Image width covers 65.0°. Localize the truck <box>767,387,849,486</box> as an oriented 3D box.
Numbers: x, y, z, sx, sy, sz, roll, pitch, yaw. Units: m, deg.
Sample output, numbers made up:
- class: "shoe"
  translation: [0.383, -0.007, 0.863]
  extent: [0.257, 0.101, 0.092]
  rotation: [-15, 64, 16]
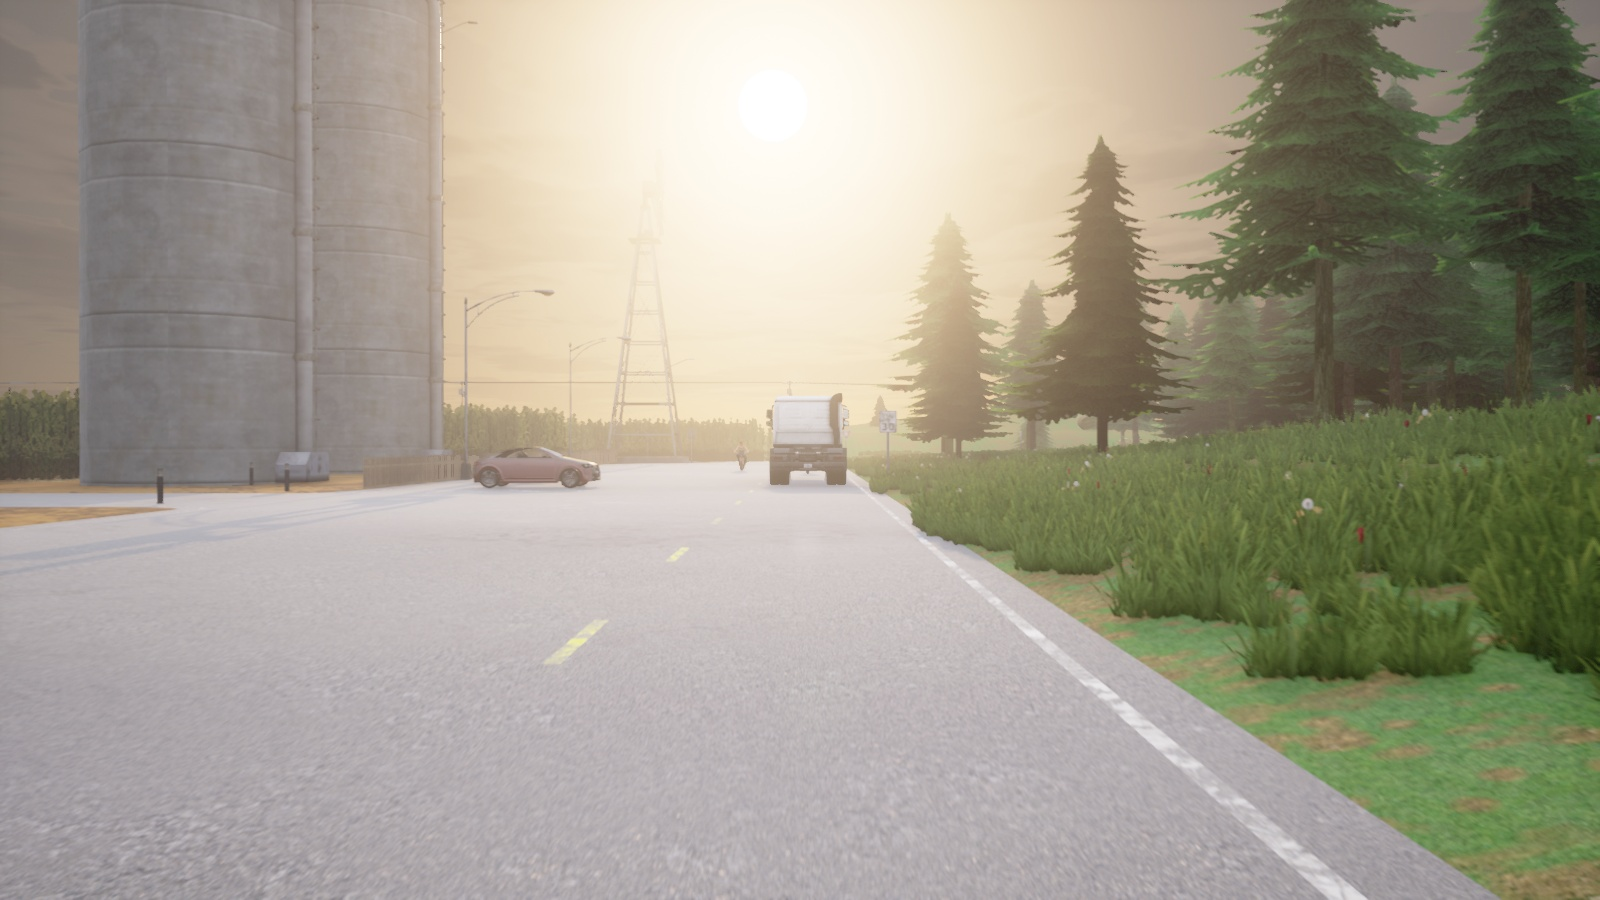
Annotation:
- class: "truck"
  translation: [0.300, -0.505, 47.859]
  extent: [2.891, 3.462, 7.936]
  rotation: [0, 0, 0]
